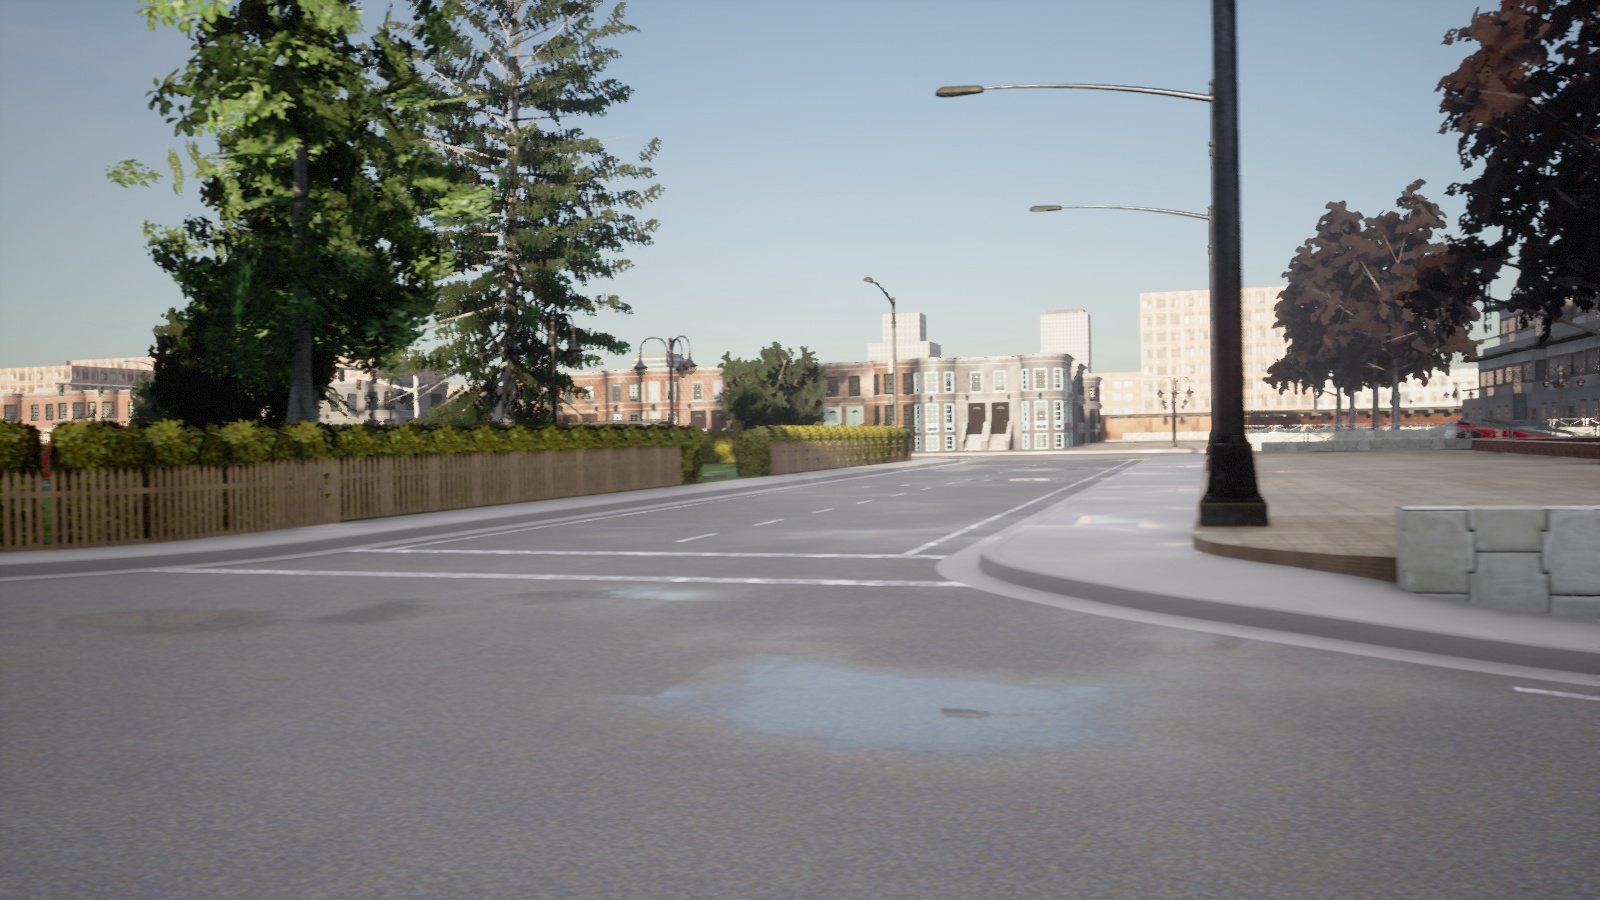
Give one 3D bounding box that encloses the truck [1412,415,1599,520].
[{"bbox_3d":[36.822,0.846,64.926,8.468,3.827,2.891,11,4,17],"label":"truck"}]
